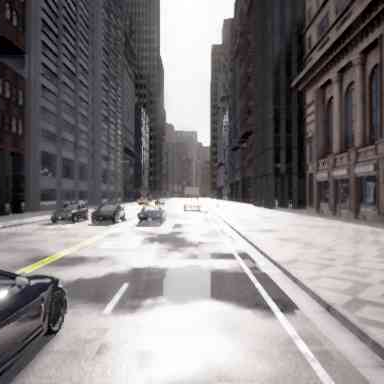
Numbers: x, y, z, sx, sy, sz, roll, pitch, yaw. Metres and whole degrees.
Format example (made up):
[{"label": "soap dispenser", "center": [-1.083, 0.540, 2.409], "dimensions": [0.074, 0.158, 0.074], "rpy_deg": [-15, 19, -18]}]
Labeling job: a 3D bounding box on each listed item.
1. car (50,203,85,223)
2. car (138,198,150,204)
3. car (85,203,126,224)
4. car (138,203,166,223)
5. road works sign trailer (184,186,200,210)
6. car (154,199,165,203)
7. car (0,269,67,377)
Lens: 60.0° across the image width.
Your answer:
[{"label": "car", "center": [-9.850, 1.694, 27.150], "dimensions": [1.837, 1.490, 4.892], "rpy_deg": [0, 0, 0]}, {"label": "car", "center": [-9.759, 2.030, 67.494], "dimensions": [1.882, 1.535, 5.008], "rpy_deg": [0, -1, 0]}, {"label": "car", "center": [-6.600, 1.663, 26.621], "dimensions": [1.882, 1.535, 5.008], "rpy_deg": [0, 0, 0]}, {"label": "car", "center": [-3.153, 1.790, 27.145], "dimensions": [1.895, 1.301, 4.718], "rpy_deg": [0, 0, 0]}, {"label": "road works sign trailer", "center": [-0.005, 0.844, 49.392], "dimensions": [2.380, 3.560, 2.880], "rpy_deg": [0, -1, 0]}, {"label": "car", "center": [-6.512, 2.108, 67.509], "dimensions": [1.994, 1.385, 4.181], "rpy_deg": [0, -1, 0]}, {"label": "car", "center": [-3.152, 1.588, 4.109], "dimensions": [1.994, 1.385, 4.181], "rpy_deg": [0, 0, 0]}]
